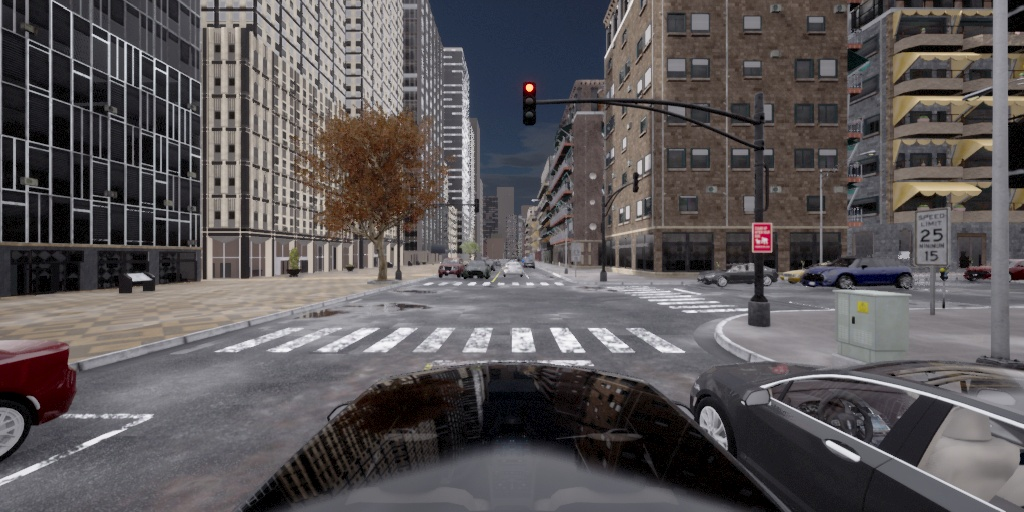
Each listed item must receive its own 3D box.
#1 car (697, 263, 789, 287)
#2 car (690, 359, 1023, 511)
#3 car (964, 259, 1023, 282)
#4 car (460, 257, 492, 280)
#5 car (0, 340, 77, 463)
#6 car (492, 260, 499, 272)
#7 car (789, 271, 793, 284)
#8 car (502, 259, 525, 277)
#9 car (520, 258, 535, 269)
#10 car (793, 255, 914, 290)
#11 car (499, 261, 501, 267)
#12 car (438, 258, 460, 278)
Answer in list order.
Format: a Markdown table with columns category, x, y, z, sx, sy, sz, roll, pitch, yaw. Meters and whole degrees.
| category | x | y | z | sx | sy | sz | roll | pitch | yaw |
| --- | --- | --- | --- | --- | --- | --- | --- | --- | --- |
| car | 13.433 | 1.095 | 21.448 | 4.403 | 1.370 | 2.007 | 0 | 0 | -1 |
| car | 2.688 | 1.300 | 2.031 | 2.007 | 1.370 | 4.403 | 0 | 0 | 0 |
| car | 30.135 | 0.858 | 21.618 | 4.507 | 1.381 | 1.888 | 0 | 0 | -1 |
| car | -3.025 | 1.112 | 31.059 | 2.097 | 1.767 | 4.553 | 0 | 0 | -2 |
| car | -5.692 | 1.295 | 2.030 | 1.888 | 1.381 | 4.507 | 0 | 0 | 0 |
| car | -3.098 | 1.278 | 46.885 | 1.837 | 1.490 | 4.892 | 0 | 0 | 0 |
| car | 18.830 | 0.992 | 21.503 | 4.829 | 1.417 | 1.751 | 0 | 0 | -1 |
| car | 0.098 | 1.290 | 36.115 | 1.812 | 1.442 | 4.674 | 0 | 0 | 0 |
| car | 2.685 | 1.348 | 56.509 | 1.948 | 1.339 | 4.313 | 0 | 0 | 0 |
| car | 18.042 | 0.833 | 18.905 | 4.553 | 1.767 | 2.097 | -1 | 0 | -1 |
| car | -3.034 | 1.357 | 65.094 | 1.994 | 1.385 | 4.181 | 0 | 0 | 0 |
| car | -5.695 | 1.078 | 34.418 | 2.192 | 1.841 | 5.009 | 0 | 0 | 0 |
